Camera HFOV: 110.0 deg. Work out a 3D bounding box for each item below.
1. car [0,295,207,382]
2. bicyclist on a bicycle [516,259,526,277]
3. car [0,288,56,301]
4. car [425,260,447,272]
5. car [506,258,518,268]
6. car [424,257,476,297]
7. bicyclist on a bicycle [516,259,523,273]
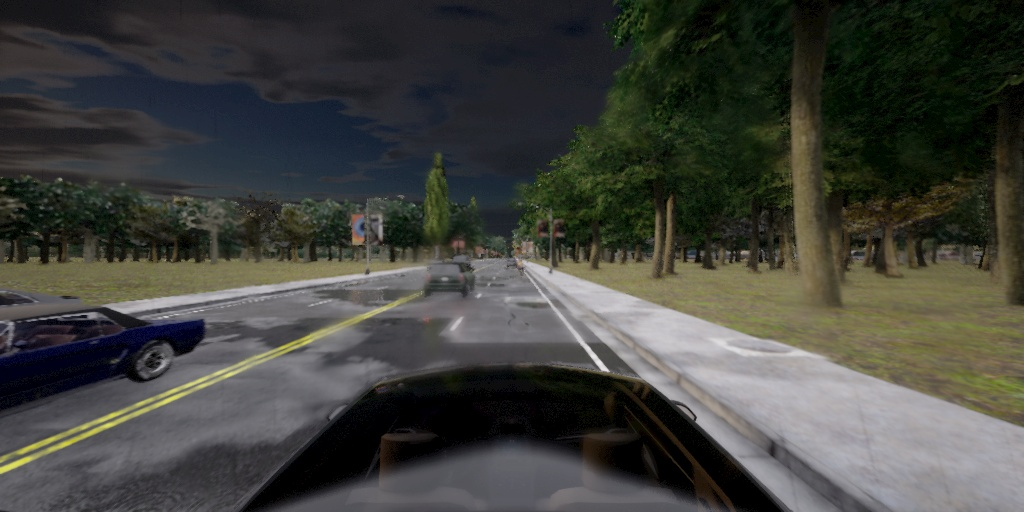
[{"bbox_3d":[-6.601,1.351,4.384,1.895,1.301,4.718,0,0,0],"label":"car"},{"bbox_3d":[0.913,1.194,34.470,0.866,1.612,1.509,0,0,0],"label":"bicyclist on a bicycle"},{"bbox_3d":[-9.849,1.242,5.463,2.128,1.511,4.902,0,0,0],"label":"car"},{"bbox_3d":[-9.823,1.265,46.656,1.837,1.490,4.892,0,0,0],"label":"car"},{"bbox_3d":[0.047,1.258,62.823,2.128,1.511,4.902,0,0,1],"label":"car"},{"bbox_3d":[-3.148,1.105,18.910,2.097,1.767,4.553,0,0,0],"label":"car"},{"bbox_3d":[0.912,1.197,43.943,0.866,1.612,1.509,0,0,0],"label":"bicyclist on a bicycle"}]
